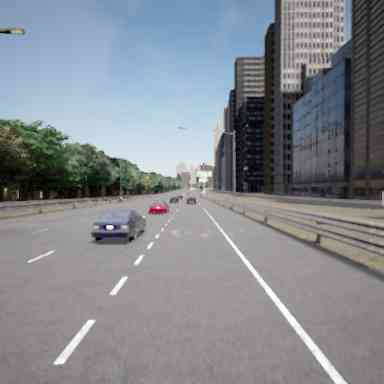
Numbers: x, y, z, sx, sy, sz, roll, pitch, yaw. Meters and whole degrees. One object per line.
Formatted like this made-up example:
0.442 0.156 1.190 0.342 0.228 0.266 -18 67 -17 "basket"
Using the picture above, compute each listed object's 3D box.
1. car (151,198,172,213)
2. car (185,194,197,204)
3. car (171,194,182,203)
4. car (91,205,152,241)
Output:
-3.560 1.595 36.741 1.994 1.385 4.181 0 0 0 "car"
-0.117 1.592 67.607 1.837 1.490 4.892 0 -1 0 "car"
-3.742 1.599 71.285 1.837 1.490 4.892 0 0 0 "car"
-3.509 1.555 16.716 2.033 1.411 5.357 0 0 0 "car"
